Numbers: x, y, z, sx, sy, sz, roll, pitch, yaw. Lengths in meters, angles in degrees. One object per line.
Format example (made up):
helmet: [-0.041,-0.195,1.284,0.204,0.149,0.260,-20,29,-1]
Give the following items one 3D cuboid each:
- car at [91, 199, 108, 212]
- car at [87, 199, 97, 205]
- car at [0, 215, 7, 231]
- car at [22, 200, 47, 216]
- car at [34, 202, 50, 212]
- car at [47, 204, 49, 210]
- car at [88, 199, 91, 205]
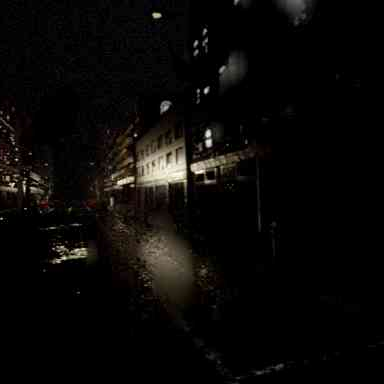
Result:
car: [-12.477,1.937,45.439,1.752,1.417,4.829,-2,0,-19]
car: [-23.348,2.316,77.279,2.008,1.369,4.403,-2,0,-19]
car: [-13.062,2.015,21.238,1.802,1.307,4.206,-2,0,-19]
car: [-20.355,1.987,42.573,2.192,1.841,5.009,-2,0,-19]
car: [-23.991,2.335,53.240,1.887,1.381,4.507,-2,0,-19]
car: [-22.173,2.171,47.905,1.967,1.590,4.097,-2,0,-19]
car: [-16.064,2.074,55.945,1.887,1.381,4.507,-2,0,-19]
